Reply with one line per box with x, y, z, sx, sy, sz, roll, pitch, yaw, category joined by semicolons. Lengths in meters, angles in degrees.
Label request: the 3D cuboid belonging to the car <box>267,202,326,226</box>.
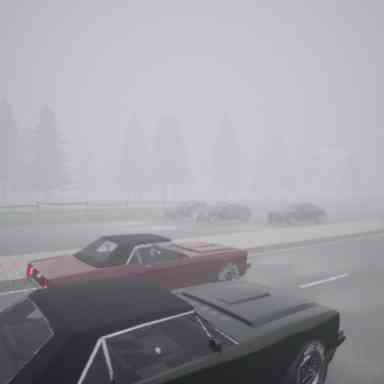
7.386;1.468;23.383;5.008;1.535;1.882;0;0;-35;car

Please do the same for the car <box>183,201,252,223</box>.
2.177;1.484;23.967;4.902;1.511;2.128;0;0;-35;car

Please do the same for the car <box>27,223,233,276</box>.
-0.922;1.599;7.382;4.718;1.301;1.895;0;0;-36;car

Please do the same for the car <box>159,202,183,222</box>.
-0.281;1.484;26.514;4.902;1.511;2.128;0;0;-35;car

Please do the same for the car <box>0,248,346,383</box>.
-0.493;1.600;3.385;4.718;1.301;1.895;0;0;-36;car
